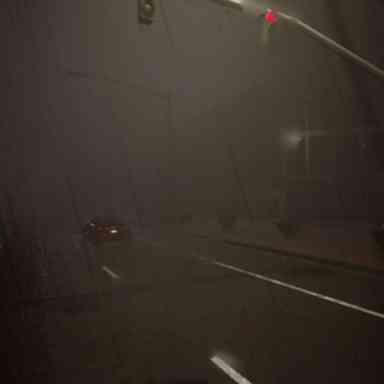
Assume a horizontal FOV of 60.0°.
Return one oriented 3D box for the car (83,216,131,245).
[{"bbox_3d":[-4.738,1.983,18.222,1.994,1.385,4.181,0,-1,-25],"label":"car"}]
